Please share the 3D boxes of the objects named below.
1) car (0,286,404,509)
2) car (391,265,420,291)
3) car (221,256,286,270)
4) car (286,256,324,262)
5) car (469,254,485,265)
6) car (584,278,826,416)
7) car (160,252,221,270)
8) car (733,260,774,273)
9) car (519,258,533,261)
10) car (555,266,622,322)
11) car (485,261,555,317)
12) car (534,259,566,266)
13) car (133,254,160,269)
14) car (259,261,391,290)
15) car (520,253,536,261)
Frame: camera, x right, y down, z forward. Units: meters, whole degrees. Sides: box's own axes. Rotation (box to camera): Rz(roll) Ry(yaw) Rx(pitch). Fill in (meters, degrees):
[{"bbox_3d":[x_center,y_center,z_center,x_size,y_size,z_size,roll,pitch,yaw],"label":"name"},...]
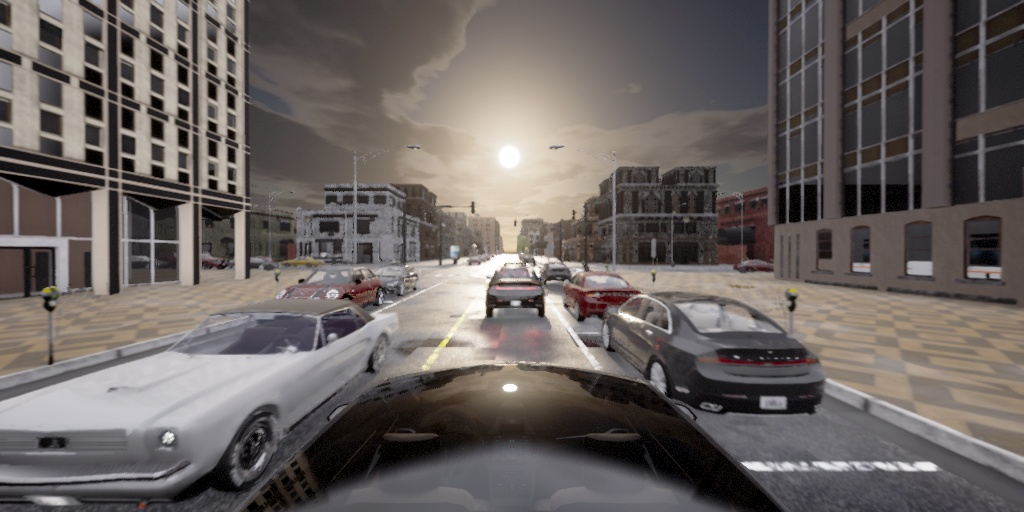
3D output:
[{"bbox_3d":[-3.095,1.313,4.621,1.895,1.301,4.718,0,1,0],"label":"car"},{"bbox_3d":[-5.690,1.101,17.282,2.007,1.370,4.403,0,0,0],"label":"car"},{"bbox_3d":[-25.415,0.742,35.357,4.403,1.370,2.007,0,0,1],"label":"car"},{"bbox_3d":[-25.454,0.655,43.738,4.829,1.417,1.751,0,0,1],"label":"car"},{"bbox_3d":[-5.690,0.645,55.357,1.802,1.307,4.207,0,0,0],"label":"car"},{"bbox_3d":[2.691,1.247,5.882,2.007,1.370,4.403,0,0,0],"label":"car"},{"bbox_3d":[-30.952,0.482,35.441,5.009,1.841,2.192,0,0,1],"label":"car"},{"bbox_3d":[23.642,1.008,34.570,4.207,1.307,1.802,0,0,1],"label":"car"},{"bbox_3d":[0.100,1.042,22.896,1.994,1.385,4.181,0,1,0],"label":"car"},{"bbox_3d":[2.691,1.169,11.573,1.888,1.381,4.507,0,0,0],"label":"car"},{"bbox_3d":[0.102,1.101,12.474,2.128,1.511,4.902,0,0,0],"label":"car"},{"bbox_3d":[2.691,1.028,22.956,2.007,1.370,4.403,0,0,0],"label":"car"},{"bbox_3d":[-36.488,0.694,35.526,4.403,1.370,2.007,0,0,1],"label":"car"},{"bbox_3d":[-5.690,1.063,11.590,1.967,1.591,4.097,0,0,0],"label":"car"},{"bbox_3d":[2.690,0.629,55.344,1.948,1.339,4.313,0,0,0],"label":"car"}]
